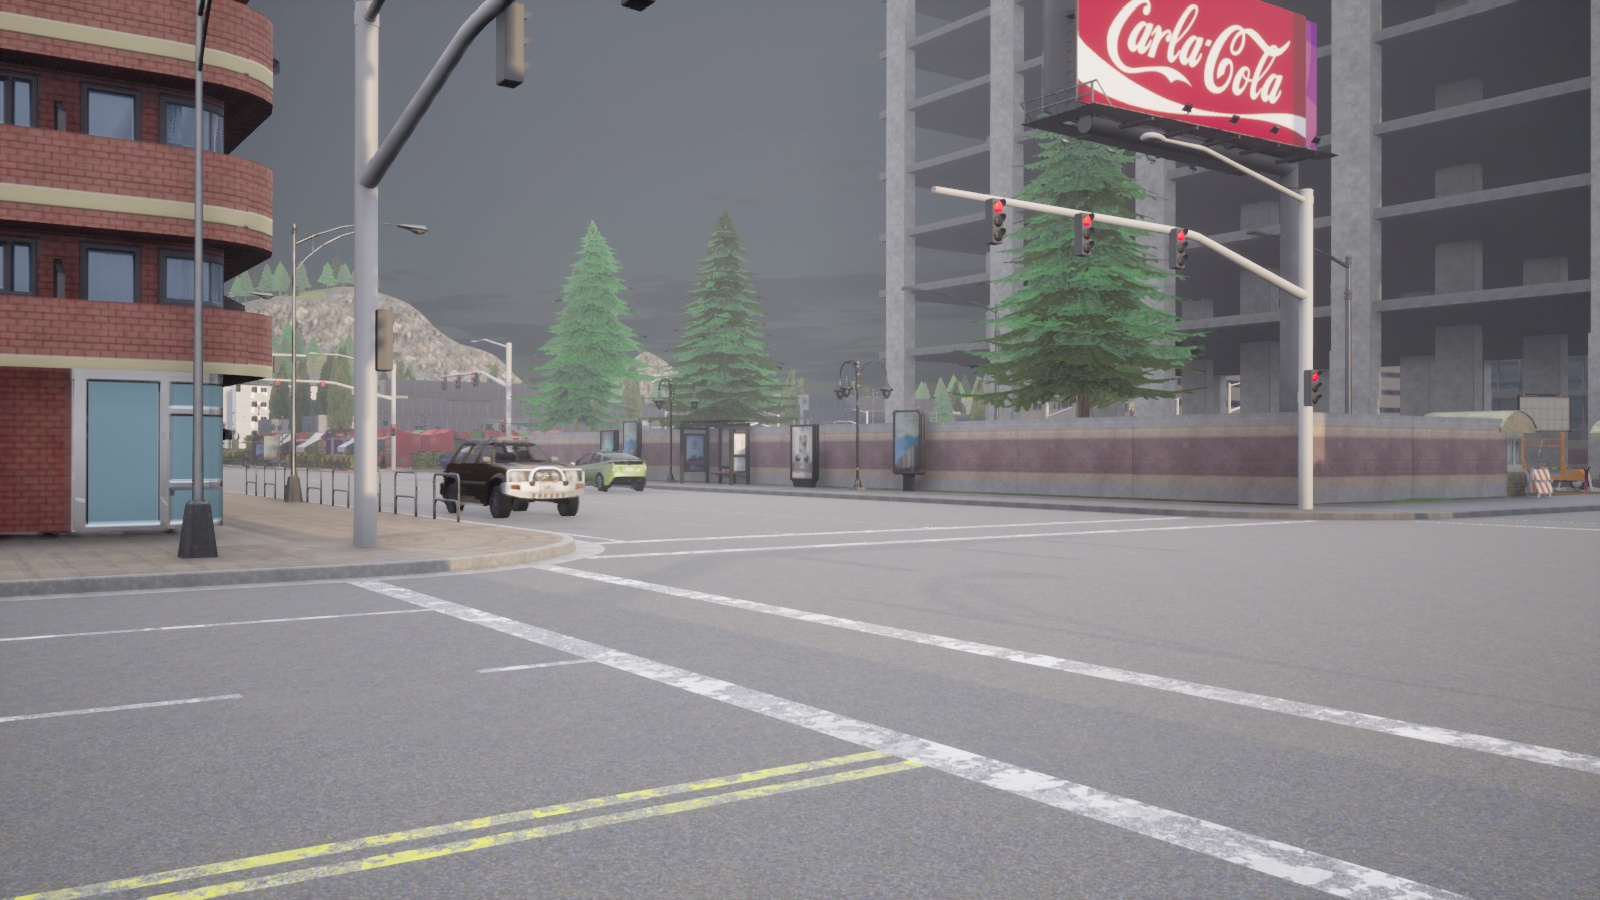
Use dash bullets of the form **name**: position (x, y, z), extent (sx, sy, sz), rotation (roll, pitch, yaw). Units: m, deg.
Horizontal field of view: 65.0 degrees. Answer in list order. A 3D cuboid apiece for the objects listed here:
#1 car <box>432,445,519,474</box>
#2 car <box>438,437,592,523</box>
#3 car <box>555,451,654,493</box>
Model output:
- **car**: position (-23.125, 0.678, 89.651), extent (5.566, 2.045, 2.150), rotation (0, 0, -35)
- **car**: position (-6.789, 0.648, 29.562), extent (1.932, 1.855, 4.605), rotation (0, 0, -35)
- **car**: position (-7.678, 0.827, 49.059), extent (2.007, 1.525, 4.514), rotation (0, 0, -35)
